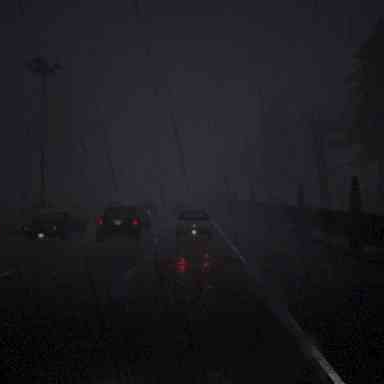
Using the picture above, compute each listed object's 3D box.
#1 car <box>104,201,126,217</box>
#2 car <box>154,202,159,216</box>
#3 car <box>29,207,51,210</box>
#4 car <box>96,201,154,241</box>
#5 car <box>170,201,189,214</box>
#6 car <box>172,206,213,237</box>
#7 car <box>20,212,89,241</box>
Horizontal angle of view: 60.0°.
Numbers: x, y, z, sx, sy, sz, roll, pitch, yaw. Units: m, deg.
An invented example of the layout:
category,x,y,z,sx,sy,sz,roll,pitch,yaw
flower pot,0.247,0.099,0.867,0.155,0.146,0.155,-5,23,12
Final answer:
category,x,y,z,sx,sy,sz,roll,pitch,yaw
car,-8.151,1.709,35.440,1.837,1.490,4.892,0,0,-8
car,-4.626,1.709,35.427,1.837,1.490,4.892,0,0,-8
car,-15.005,1.737,32.930,2.033,1.411,5.357,0,0,-8
car,-3.413,1.453,17.324,2.097,1.767,4.553,0,0,-1
car,-1.259,1.735,36.446,1.812,1.442,4.674,0,0,-8
car,0.079,1.709,18.746,1.895,1.301,4.718,0,0,-1
car,-6.909,1.701,17.406,1.895,1.301,4.718,0,0,0
